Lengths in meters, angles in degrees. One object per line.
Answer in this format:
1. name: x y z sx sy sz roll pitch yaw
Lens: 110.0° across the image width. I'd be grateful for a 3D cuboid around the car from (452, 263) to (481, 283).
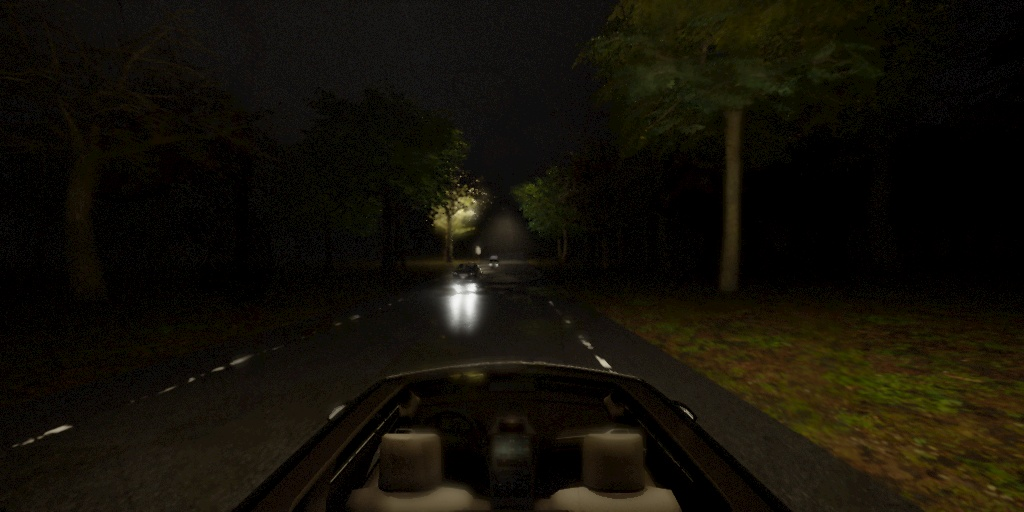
1. car: -3.600 1.310 28.997 2.128 1.511 4.902 0 0 0
